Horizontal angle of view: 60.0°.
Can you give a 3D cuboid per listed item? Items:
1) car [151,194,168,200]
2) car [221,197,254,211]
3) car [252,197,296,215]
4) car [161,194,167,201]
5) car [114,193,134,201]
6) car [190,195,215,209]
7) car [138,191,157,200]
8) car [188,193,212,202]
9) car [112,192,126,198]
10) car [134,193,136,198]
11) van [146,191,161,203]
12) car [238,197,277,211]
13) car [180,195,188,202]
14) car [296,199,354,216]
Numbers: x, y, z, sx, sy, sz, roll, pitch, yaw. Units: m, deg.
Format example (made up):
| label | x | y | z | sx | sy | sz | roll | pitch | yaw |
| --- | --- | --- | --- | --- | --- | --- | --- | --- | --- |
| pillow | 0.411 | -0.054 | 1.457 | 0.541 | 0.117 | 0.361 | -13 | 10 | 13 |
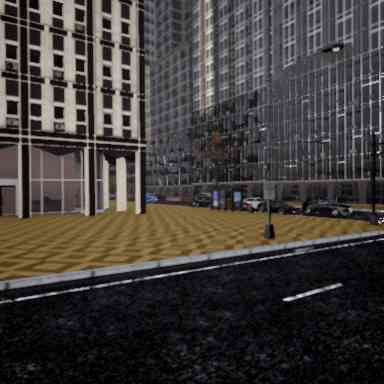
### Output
| label | x | y | z | sx | sy | sz | roll | pitch | yaw |
| --- | --- | --- | --- | --- | --- | --- | --- | --- | --- |
| car | -6.921 | 1.053 | 71.182 | 1.802 | 1.307 | 4.206 | 0 | 1 | -34 |
| car | 5.292 | 1.476 | 38.233 | 1.802 | 1.307 | 4.206 | 0 | 1 | -34 |
| car | 8.483 | 1.511 | 33.527 | 1.947 | 1.339 | 4.313 | 0 | 1 | -34 |
| car | -7.647 | 1.033 | 67.618 | 1.837 | 1.490 | 4.892 | -1 | 1 | -34 |
| car | -13.843 | 1.129 | 66.457 | 2.008 | 1.369 | 4.403 | 0 | 1 | -34 |
| car | 2.136 | 1.407 | 42.959 | 1.947 | 1.339 | 4.313 | 0 | 1 | -34 |
| car | -10.125 | 0.733 | 75.873 | 2.192 | 1.841 | 5.009 | 0 | 1 | -34 |
| car | 1.853 | 1.273 | 48.058 | 1.837 | 1.490 | 4.892 | -1 | 1 | -34 |
| car | -19.739 | 0.807 | 89.957 | 2.008 | 1.369 | 4.403 | 0 | 1 | -34 |
| car | -13.330 | 0.804 | 80.568 | 1.967 | 1.590 | 4.097 | 0 | 1 | -34 |
| van | -7.432 | 1.026 | 57.067 | 1.690 | 1.788 | 3.998 | 0 | 1 | -34 |
| car | 7.686 | 1.388 | 39.506 | 1.812 | 1.442 | 4.674 | -1 | 1 | -34 |
| car | -0.512 | 1.160 | 61.794 | 1.802 | 1.307 | 4.206 | 0 | 1 | -34 |
| car | 12.889 | 1.437 | 31.881 | 2.128 | 1.511 | 4.902 | -1 | 1 | -34 |
